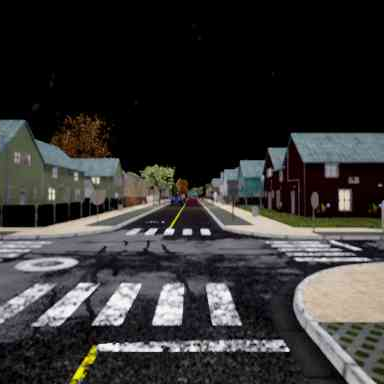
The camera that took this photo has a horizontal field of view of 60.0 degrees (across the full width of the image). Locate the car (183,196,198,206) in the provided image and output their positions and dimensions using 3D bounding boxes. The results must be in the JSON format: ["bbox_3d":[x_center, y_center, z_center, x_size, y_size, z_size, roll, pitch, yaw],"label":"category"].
[{"bbox_3d":[0.025,1.486,56.869,2.097,1.767,4.553,0,0,0],"label":"car"}]

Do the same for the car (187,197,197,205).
[{"bbox_3d":[0.030,1.721,66.902,1.812,1.442,4.674,0,0,0],"label":"car"}]

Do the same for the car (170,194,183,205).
[{"bbox_3d":[-2.722,1.380,61.042,2.150,2.045,5.566,0,0,0],"label":"car"}]
